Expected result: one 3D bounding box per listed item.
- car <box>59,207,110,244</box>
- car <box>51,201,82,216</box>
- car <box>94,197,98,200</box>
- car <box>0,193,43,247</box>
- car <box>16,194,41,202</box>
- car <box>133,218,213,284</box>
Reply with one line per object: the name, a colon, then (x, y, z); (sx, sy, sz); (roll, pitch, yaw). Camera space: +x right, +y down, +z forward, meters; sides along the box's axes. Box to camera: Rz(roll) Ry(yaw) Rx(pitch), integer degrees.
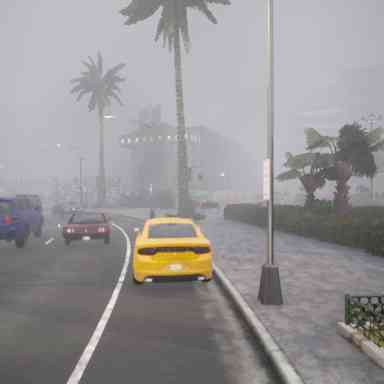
car: (-4.861, 1.597, 15.782); (1.895, 1.301, 4.718); (0, 0, -14)
car: (-11.696, 1.538, 30.984); (2.033, 1.411, 5.357); (0, 0, -34)
car: (-26.644, 1.554, 85.529); (4.718, 1.301, 1.895); (0, 0, 24)
car: (-8.236, 1.210, 14.870); (2.150, 2.045, 5.566); (0, 0, -14)
car: (-33.931, 1.226, 68.961); (4.553, 1.767, 2.185); (0, 0, 24)
car: (-0.674, 1.477, 9.661); (1.882, 1.535, 5.008); (0, 0, -7)
